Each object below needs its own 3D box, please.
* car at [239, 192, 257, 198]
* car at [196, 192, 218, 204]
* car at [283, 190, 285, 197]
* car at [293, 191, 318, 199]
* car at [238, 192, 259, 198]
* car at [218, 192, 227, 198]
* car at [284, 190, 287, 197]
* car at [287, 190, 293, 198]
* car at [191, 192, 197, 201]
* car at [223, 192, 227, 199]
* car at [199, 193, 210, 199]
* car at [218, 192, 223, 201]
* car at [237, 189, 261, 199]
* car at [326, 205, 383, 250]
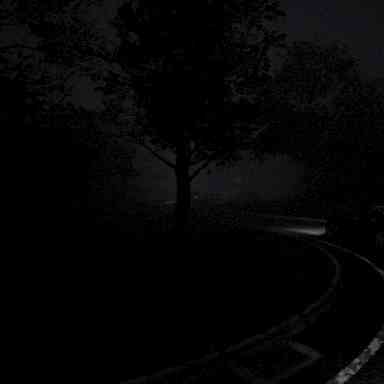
[{"bbox_3d":[15.448,0.736,91.678,4.674,1.452,2.002,1,1,9],"label":"car"},{"bbox_3d":[2.307,0.980,50.298,1.882,1.535,5.008,1,0,10],"label":"car"},{"bbox_3d":[27.872,0.851,89.835,5.008,1.535,2.097,1,1,9],"label":"car"},{"bbox_3d":[25.227,0.838,73.091,4.553,1.767,2.185,1,1,9],"label":"car"},{"bbox_3d":[14.143,0.760,83.303,5.008,1.535,2.097,1,0,9],"label":"car"},{"bbox_3d":[7.629,0.636,82.331,1.812,1.442,4.674,1,1,9],"label":"car"},{"bbox_3d":[27.441,0.874,87.044,4.892,1.521,2.231,1,1,9],"label":"car"},{"bbox_3d":[26.147,0.683,78.796,5.566,2.045,2.435,1,1,9],"label":"car"},{"bbox_3d":[0.226,0.768,58.160,2.097,1.767,4.553,1,0,10],"label":"car"},{"bbox_3d":[5.988,0.907,72.460,1.994,1.385,4.181,1,1,9],"label":"car"},{"bbox_3d":[2.824,0.868,73.244,1.994,1.385,4.181,1,1,9],"label":"car"},{"bbox_3d":[4.262,0.934,62.182,1.837,1.490,4.892,1,0,10],"label":"car"},{"bbox_3d":[13.258,0.546,77.718,5.566,2.045,2.435,1,0,9],"label":"car"},{"bbox_3d":[7.308,1.297,13.259,1.837,1.490,4.892,2,0,-10],"label":"car"}]
